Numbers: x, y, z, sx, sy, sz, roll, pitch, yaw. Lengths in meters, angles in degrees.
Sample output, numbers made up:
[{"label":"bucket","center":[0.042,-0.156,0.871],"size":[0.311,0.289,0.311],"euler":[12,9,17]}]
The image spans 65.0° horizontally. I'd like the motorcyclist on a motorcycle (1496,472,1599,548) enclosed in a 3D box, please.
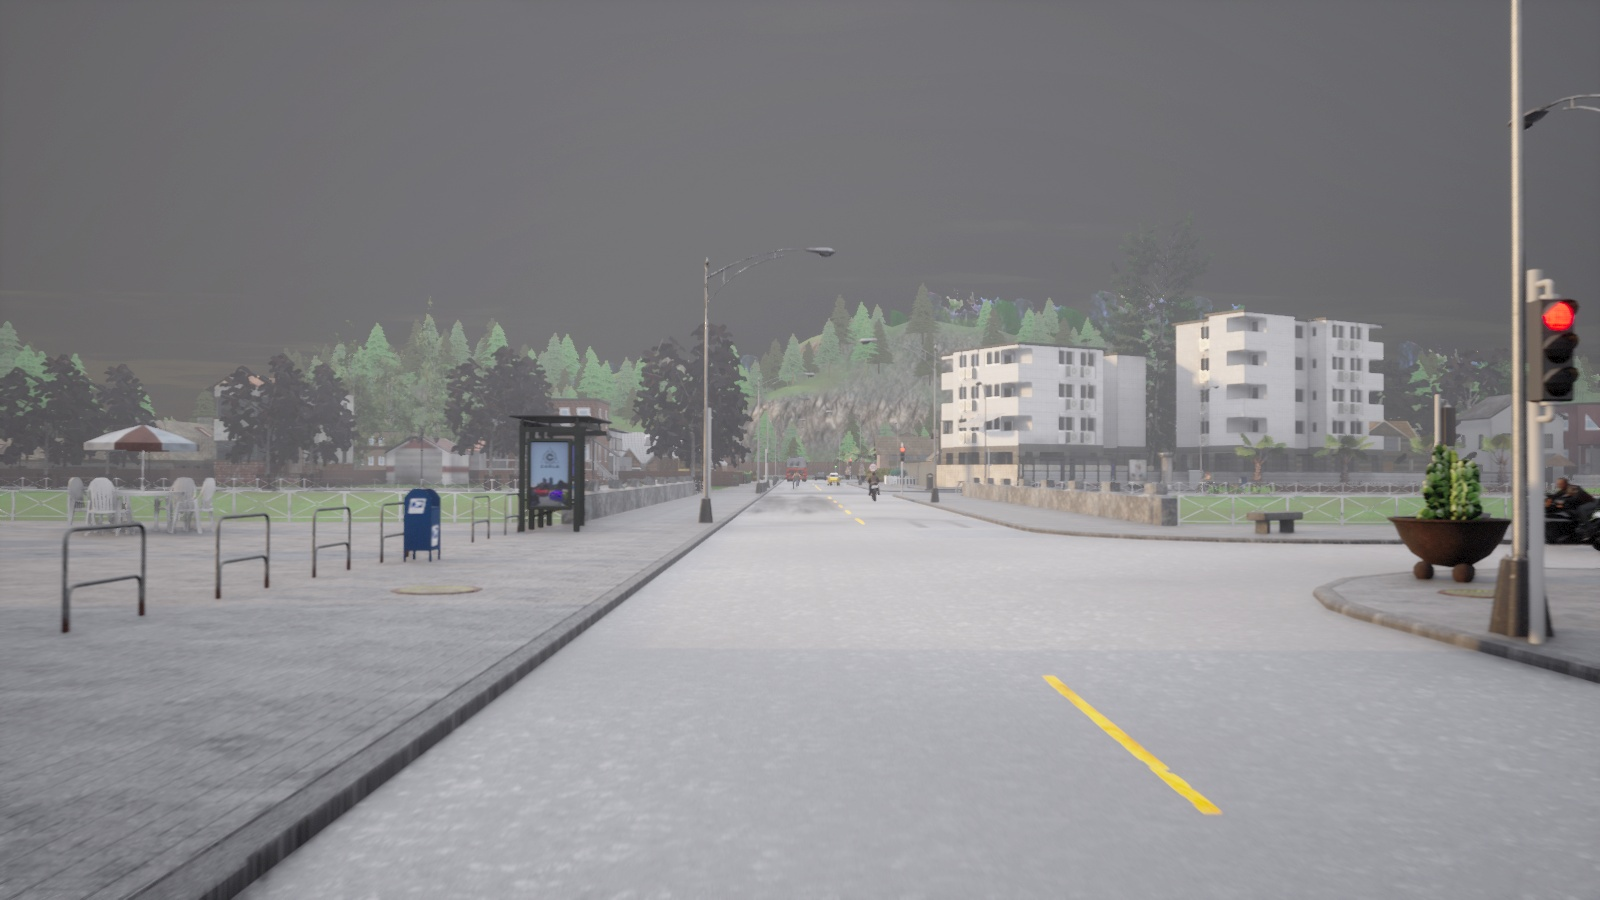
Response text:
[{"label":"motorcyclist on a motorcycle","center":[15.592,1.218,25.701],"size":[2.191,1.530,0.866],"euler":[0,-1,0]}]
